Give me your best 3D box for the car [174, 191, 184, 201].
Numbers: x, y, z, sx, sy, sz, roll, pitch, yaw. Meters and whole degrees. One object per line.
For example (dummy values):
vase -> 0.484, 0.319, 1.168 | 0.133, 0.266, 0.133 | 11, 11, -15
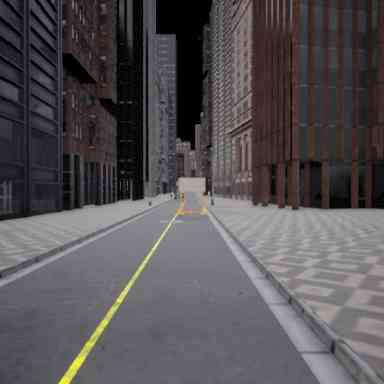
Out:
car -> -3.000, 0.993, 76.705 | 2.150, 2.045, 5.566 | 0, 0, 0

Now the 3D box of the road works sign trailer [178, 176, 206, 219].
road works sign trailer -> 0.000, 0.434, 28.651 | 2.380, 3.560, 2.880 | 0, 0, 0
